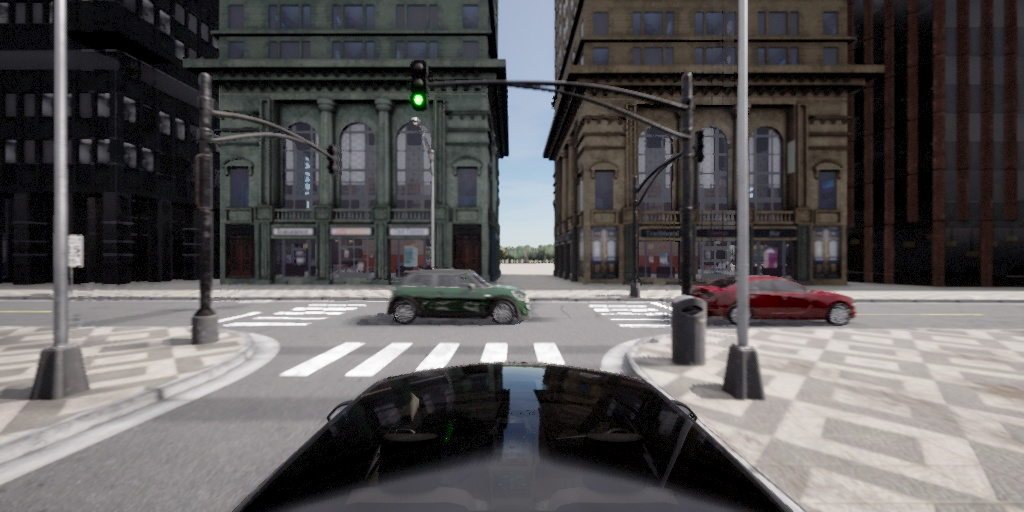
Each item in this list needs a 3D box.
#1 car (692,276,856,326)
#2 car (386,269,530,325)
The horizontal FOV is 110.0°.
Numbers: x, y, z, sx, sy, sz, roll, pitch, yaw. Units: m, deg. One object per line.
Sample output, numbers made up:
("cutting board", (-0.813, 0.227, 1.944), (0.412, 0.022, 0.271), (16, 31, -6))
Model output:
("car", (8.472, 1.401, 11.958), (5.008, 1.535, 1.882), (0, 0, 0))
("car", (-1.687, 1.233, 11.976), (4.553, 1.767, 2.097), (0, 0, 0))
